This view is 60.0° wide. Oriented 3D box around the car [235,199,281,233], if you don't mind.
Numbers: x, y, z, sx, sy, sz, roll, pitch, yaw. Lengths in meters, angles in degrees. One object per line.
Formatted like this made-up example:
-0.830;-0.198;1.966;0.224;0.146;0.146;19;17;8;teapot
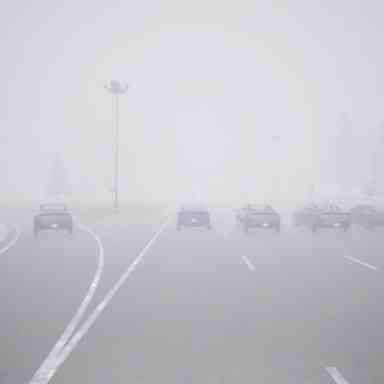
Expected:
3.598;1.387;18.735;2.128;1.511;4.902;0;0;0;car

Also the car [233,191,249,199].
10.494;0.842;68.911;2.150;2.045;5.566;0;0;0;car

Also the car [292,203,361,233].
7.098;1.387;18.735;2.128;1.511;4.902;0;0;0;car

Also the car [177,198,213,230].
0.099;1.365;20.312;1.882;1.535;5.008;0;0;0;car

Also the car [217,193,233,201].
6.994;1.136;70.035;2.128;1.511;4.902;0;0;0;car

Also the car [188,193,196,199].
-0.007;0.988;78.641;1.895;1.301;4.718;0;0;0;car

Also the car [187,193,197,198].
-0.006;1.104;69.681;1.837;1.490;4.892;0;0;0;car

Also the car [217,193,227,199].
6.993;0.945;78.620;1.994;1.385;4.181;0;0;0;car

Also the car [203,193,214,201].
3.494;1.163;69.942;1.994;1.385;4.181;0;0;0;car

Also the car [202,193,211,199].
3.493;0.987;78.637;1.895;1.301;4.718;0;0;0;car

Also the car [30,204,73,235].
-7.612;1.391;18.091;2.128;1.511;4.902;0;0;-25;car

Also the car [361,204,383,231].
10.599;1.415;19.794;1.812;1.442;4.674;0;0;0;car

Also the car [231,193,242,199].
10.493;0.916;78.604;1.812;1.442;4.674;0;0;0;car
